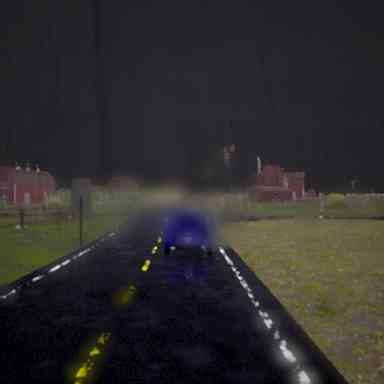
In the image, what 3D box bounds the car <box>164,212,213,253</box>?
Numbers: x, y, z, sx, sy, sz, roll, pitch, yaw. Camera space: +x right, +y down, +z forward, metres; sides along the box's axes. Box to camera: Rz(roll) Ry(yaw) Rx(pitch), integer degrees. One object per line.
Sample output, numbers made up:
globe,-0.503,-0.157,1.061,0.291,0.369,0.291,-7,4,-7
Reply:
car,-0.176,1.626,14.558,1.882,1.535,5.008,0,0,-1
